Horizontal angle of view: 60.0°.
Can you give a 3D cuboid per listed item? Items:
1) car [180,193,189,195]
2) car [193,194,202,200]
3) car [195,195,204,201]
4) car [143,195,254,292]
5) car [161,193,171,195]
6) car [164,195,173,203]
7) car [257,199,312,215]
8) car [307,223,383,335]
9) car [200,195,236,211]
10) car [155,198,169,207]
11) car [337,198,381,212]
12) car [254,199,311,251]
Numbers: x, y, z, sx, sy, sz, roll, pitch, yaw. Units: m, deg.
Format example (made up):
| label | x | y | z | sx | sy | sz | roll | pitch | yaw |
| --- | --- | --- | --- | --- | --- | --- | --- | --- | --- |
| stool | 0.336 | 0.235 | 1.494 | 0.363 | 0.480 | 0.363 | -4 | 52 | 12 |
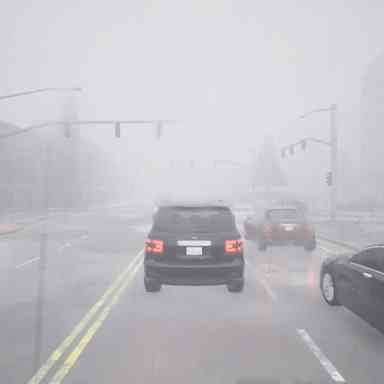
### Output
| label | x | y | z | sx | sy | sz | roll | pitch | yaw |
| --- | --- | --- | --- | --- | --- | --- | --- | --- | --- |
| car | -1.814 | 1.496 | 80.269 | 1.837 | 1.490 | 4.892 | 0 | 0 | -1 |
| car | 1.436 | 1.439 | 90.551 | 2.128 | 1.511 | 4.902 | 0 | 0 | -1 |
| car | 1.679 | 1.546 | 80.576 | 1.994 | 1.385 | 4.181 | 0 | 0 | -1 |
| car | 0.051 | 1.221 | 9.035 | 2.150 | 2.045 | 5.566 | 0 | 0 | 0 |
| car | -4.936 | 1.223 | 62.677 | 2.150 | 2.045 | 5.566 | 0 | 0 | -1 |
| car | -5.143 | 1.477 | 73.211 | 1.882 | 1.535 | 5.008 | 0 | 0 | -1 |
| car | 9.281 | 1.491 | 33.729 | 4.902 | 1.511 | 2.128 | 0 | 0 | -5 |
| car | 3.606 | 1.505 | 5.133 | 1.837 | 1.490 | 4.892 | 0 | 0 | 0 |
| car | 3.218 | 1.352 | 41.990 | 2.097 | 1.767 | 4.553 | 1 | 0 | -35 |
| car | -4.717 | 1.601 | 52.206 | 1.895 | 1.301 | 4.718 | 0 | 0 | -1 |
| car | 18.759 | 1.504 | 37.735 | 4.892 | 1.490 | 1.837 | 0 | 0 | -2 |
| car | 3.531 | 1.352 | 14.214 | 2.097 | 1.767 | 4.553 | 0 | 0 | 0 |
